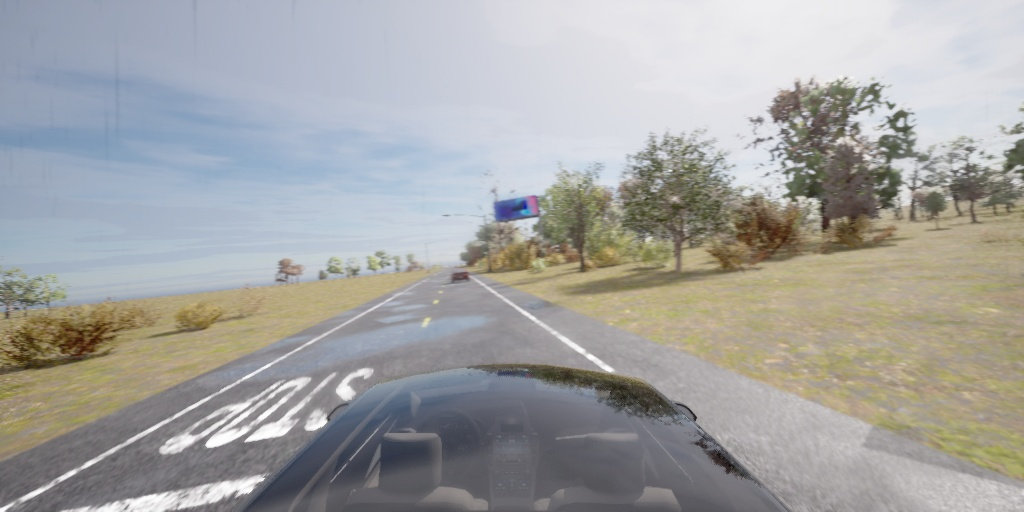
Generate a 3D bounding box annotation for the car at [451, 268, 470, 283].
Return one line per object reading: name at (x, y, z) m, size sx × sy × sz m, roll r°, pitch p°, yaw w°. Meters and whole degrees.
car at (-5.725, 2.098, 39.755) m, size 1.882 × 1.535 × 5.008 m, roll -6°, pitch 0°, yaw -9°
